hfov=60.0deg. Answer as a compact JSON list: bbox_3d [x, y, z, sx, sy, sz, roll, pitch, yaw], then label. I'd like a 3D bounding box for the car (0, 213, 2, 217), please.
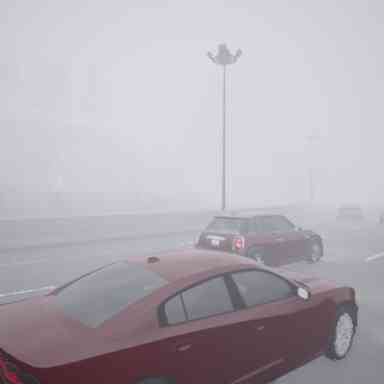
[{"bbox_3d":[-17.839,1.618,25.723,5.357,1.411,2.033,1,0,-37],"label":"car"}]

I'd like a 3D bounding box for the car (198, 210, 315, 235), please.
[{"bbox_3d":[2.252,1.433,10.585,4.553,1.767,2.097,1,-1,-41],"label":"car"}]

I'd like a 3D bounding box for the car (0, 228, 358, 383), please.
[{"bbox_3d":[0.214,1.506,4.251,5.008,1.535,1.882,1,0,-37],"label":"car"}]

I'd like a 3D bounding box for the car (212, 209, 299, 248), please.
[{"bbox_3d":[3.235,1.648,16.296,4.674,1.442,1.812,1,0,-44],"label":"car"}]

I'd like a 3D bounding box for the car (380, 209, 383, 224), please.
[{"bbox_3d":[16.287,1.808,26.818,2.033,1.411,5.357,0,0,33],"label":"car"}]

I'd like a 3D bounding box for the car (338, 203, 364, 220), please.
[{"bbox_3d":[15.265,1.766,31.937,1.882,1.535,5.008,0,0,31],"label":"car"}]
